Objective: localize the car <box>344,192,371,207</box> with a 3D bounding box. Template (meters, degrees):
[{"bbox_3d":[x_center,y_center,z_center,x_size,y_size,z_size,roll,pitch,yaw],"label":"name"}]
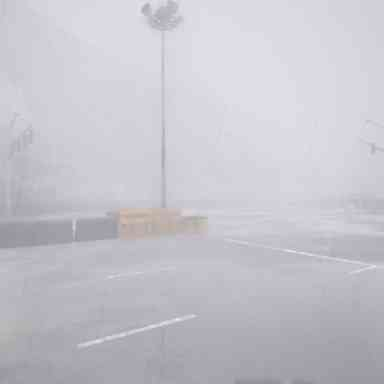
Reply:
[{"bbox_3d":[23.058,1.045,46.318,5.566,2.045,2.150,0,0,-35],"label":"car"}]

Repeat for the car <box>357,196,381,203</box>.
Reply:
[{"bbox_3d":[32.958,1.343,61.898,4.718,1.301,1.895,0,0,-36],"label":"car"}]

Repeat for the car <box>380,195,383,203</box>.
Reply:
[{"bbox_3d":[35.886,1.248,59.690,4.892,1.490,1.837,0,0,-36],"label":"car"}]

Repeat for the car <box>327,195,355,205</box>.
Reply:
[{"bbox_3d":[25.375,1.280,56.556,4.902,1.511,2.128,0,0,-35],"label":"car"}]

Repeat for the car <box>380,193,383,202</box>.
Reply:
[{"bbox_3d":[40.298,1.063,67.226,4.553,1.767,2.097,0,0,-36],"label":"car"}]

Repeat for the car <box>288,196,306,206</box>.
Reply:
[{"bbox_3d":[16.583,1.362,50.295,4.674,1.442,1.812,0,0,-35],"label":"car"}]

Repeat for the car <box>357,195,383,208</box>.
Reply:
[{"bbox_3d":[23.478,1.433,42.317,4.718,1.301,1.895,0,0,-36],"label":"car"}]

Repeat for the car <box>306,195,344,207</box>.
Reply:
[{"bbox_3d":[19.136,1.325,47.815,4.902,1.511,2.128,0,0,-36],"label":"car"}]
